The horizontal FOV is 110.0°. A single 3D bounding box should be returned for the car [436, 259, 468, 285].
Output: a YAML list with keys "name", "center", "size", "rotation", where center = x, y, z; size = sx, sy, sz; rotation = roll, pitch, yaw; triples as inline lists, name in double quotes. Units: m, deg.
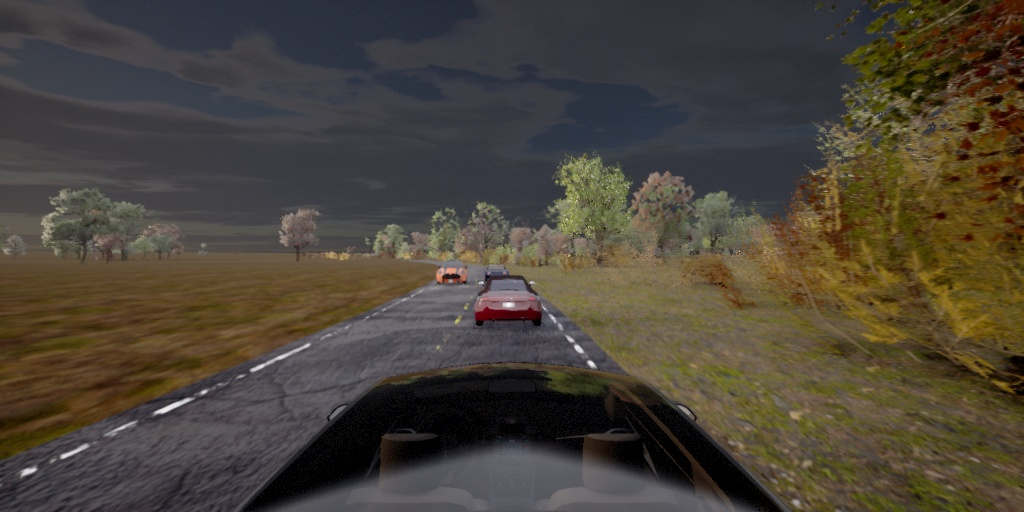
- name: "car"
  center: [-4.297, 1.104, 26.320]
  size: [2.097, 1.767, 4.553]
  rotation: [0, 0, -5]

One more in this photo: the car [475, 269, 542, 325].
- name: "car"
  center: [-0.165, 1.313, 11.857]
  size: [1.994, 1.385, 4.181]
  rotation: [0, 0, -2]

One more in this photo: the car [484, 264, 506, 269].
- name: "car"
  center: [-1.376, 1.348, 29.652]
  size: [1.895, 1.301, 4.718]
  rotation: [0, 0, -6]
